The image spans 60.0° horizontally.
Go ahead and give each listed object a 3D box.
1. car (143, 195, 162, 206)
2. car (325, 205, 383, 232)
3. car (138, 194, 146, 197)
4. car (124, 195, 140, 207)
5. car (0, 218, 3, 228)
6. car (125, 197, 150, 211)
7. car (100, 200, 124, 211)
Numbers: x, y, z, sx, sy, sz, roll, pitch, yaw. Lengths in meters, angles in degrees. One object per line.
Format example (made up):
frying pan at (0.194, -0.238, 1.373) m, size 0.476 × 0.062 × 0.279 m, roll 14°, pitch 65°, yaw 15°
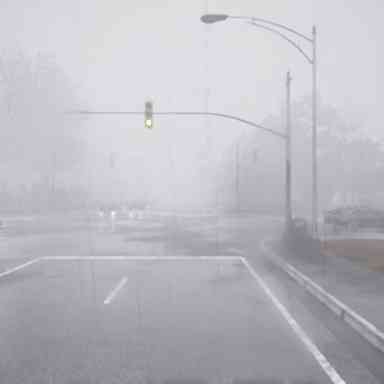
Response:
car at (-7.161, 1.784, 60.685) m, size 2.033 × 1.411 × 5.357 m, roll 0°, pitch 0°, yaw 0°
car at (10.685, 1.584, 20.384) m, size 4.902 × 1.511 × 2.128 m, roll 0°, pitch 0°, yaw -3°
car at (-10.971, 1.450, 73.082) m, size 2.150 × 2.045 × 5.566 m, roll 0°, pitch 0°, yaw -3°
car at (-10.650, 1.760, 57.702) m, size 1.812 × 1.442 × 4.674 m, roll 0°, pitch 0°, yaw 0°
car at (-13.401, 1.620, 19.015) m, size 4.674 × 1.442 × 1.812 m, roll 0°, pitch 0°, yaw -3°
car at (-7.112, 1.756, 43.699) m, size 1.994 × 1.385 × 4.181 m, roll 0°, pitch 0°, yaw 0°
car at (-10.611, 1.717, 43.258) m, size 1.812 × 1.442 × 4.674 m, roll 0°, pitch 0°, yaw 0°
